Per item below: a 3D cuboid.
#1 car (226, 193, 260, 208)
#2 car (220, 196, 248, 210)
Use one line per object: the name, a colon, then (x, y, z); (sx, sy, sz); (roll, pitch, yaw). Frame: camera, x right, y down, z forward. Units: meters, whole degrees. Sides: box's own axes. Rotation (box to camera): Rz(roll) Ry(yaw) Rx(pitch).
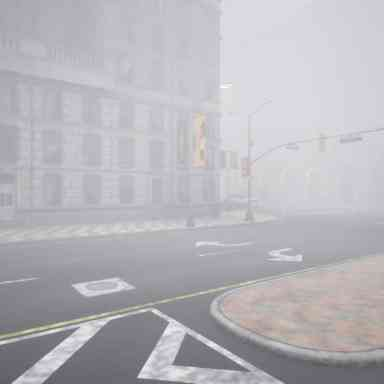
car: (6.897, 1.221, 46.378); (2.150, 2.045, 5.566); (0, 0, -37)
car: (4.725, 1.564, 43.414); (1.994, 1.385, 4.181); (0, 0, -36)
